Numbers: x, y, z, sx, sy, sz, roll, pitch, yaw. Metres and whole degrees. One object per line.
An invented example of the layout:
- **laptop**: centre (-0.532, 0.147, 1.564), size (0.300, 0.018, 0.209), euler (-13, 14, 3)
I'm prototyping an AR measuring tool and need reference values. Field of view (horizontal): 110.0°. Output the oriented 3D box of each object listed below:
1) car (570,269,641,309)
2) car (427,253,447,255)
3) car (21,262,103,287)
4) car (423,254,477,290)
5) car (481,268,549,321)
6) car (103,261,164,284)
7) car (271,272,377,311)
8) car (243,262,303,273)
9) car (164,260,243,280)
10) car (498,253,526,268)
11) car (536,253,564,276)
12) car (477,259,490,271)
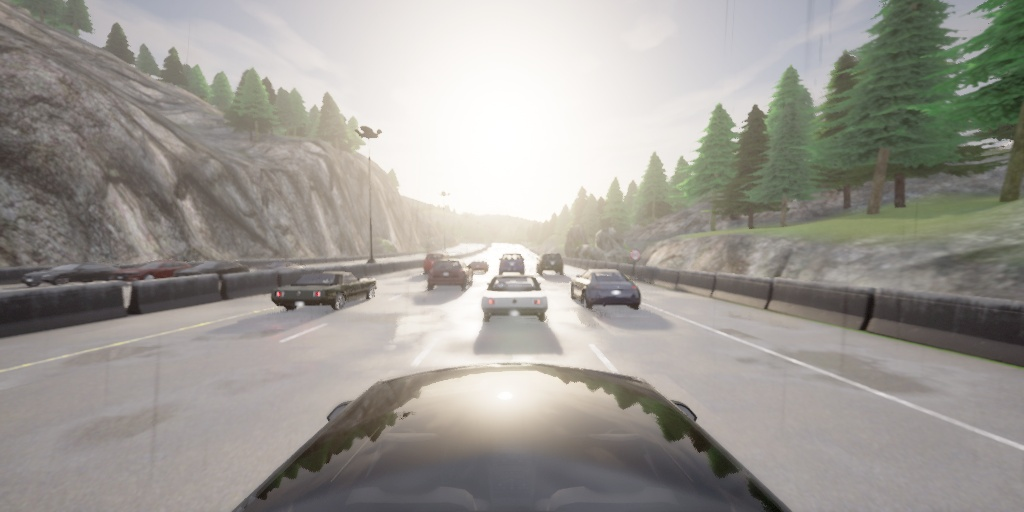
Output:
- **car**: centre (3.555, 1.204, 14.273), size (1.994, 1.385, 4.181), euler (0, 0, 0)
- **car**: centre (-7.032, 0.706, 34.787), size (2.150, 2.045, 5.566), euler (0, 1, 0)
- **car**: centre (-28.149, 1.145, 23.243), size (1.812, 1.442, 4.674), euler (0, 0, 0)
- **car**: centre (-3.473, 0.949, 20.933), size (2.097, 1.767, 4.553), euler (0, 0, 0)
- **car**: centre (0.064, 1.266, 12.028), size (1.895, 1.301, 4.718), euler (0, 0, 0)
- **car**: centre (-24.645, 1.076, 25.050), size (1.882, 1.535, 5.008), euler (0, 0, 0)
- **car**: centre (-6.945, 1.261, 13.945), size (1.895, 1.301, 4.718), euler (0, 0, 0)
- **car**: centre (-17.637, 1.134, 27.204), size (1.994, 1.385, 4.181), euler (0, 0, 0)
- **car**: centre (-21.144, 1.067, 25.445), size (1.882, 1.535, 5.008), euler (0, 0, 0)
- **car**: centre (-0.015, 0.732, 30.742), size (2.150, 2.045, 5.566), euler (0, 0, 0)
- **car**: centre (3.475, 0.702, 33.354), size (2.150, 2.045, 5.566), euler (0, 1, 0)
- **car**: centre (-3.549, 1.000, 39.100), size (1.994, 1.385, 4.181), euler (0, 1, 0)
